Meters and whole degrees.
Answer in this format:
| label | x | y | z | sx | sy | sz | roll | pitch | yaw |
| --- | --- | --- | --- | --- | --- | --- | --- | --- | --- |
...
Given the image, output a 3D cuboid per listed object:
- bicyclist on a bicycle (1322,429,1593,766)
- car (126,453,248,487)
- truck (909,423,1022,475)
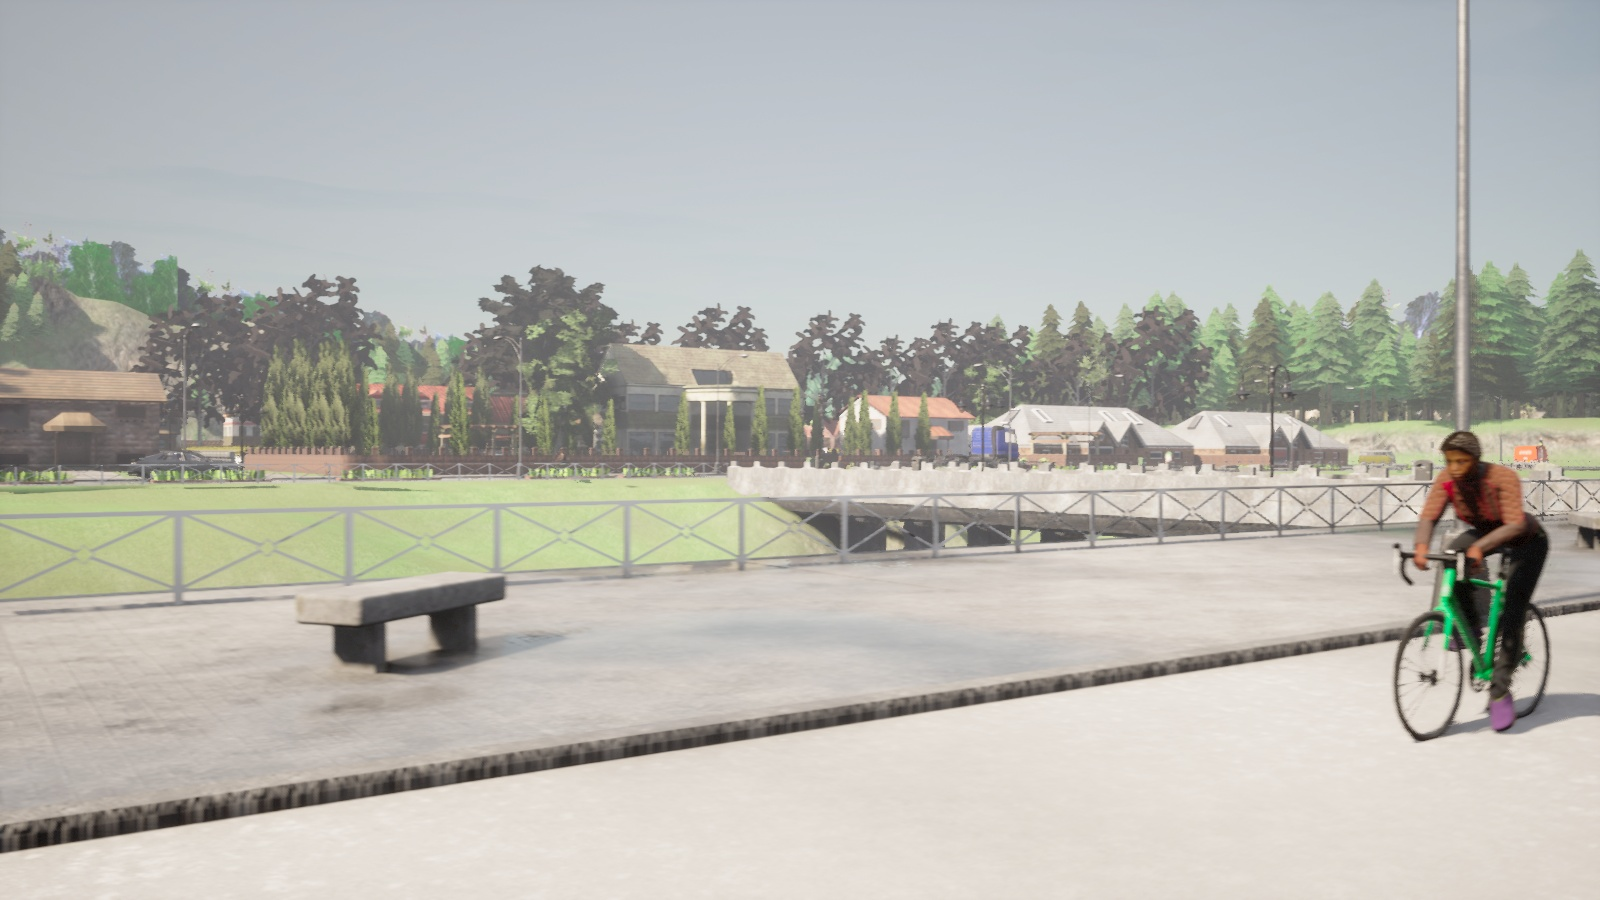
| label | x | y | z | sx | sy | sz | roll | pitch | yaw |
| --- | --- | --- | --- | --- | --- | --- | --- | --- | --- |
| bicyclist on a bicycle | 3.559 | 0.707 | 6.745 | 1.656 | 1.620 | 0.582 | 0 | 0 | -35 |
| car | -28.938 | 0.907 | 59.291 | 4.902 | 1.511 | 2.128 | 0 | 0 | -35 |
| truck | 11.566 | -0.047 | 87.475 | 7.936 | 3.462 | 2.891 | 0 | 0 | -35 |
